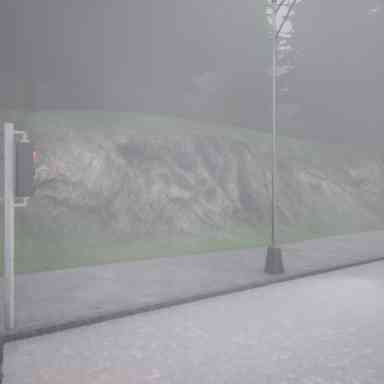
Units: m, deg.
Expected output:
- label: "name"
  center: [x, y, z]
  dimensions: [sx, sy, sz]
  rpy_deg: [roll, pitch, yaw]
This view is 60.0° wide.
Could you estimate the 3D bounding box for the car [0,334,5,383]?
- label: "car"
  center: [-3.935, 1.505, 1.993]
  dimensions: [4.892, 1.490, 1.837]
  rpy_deg: [0, 0, -32]
